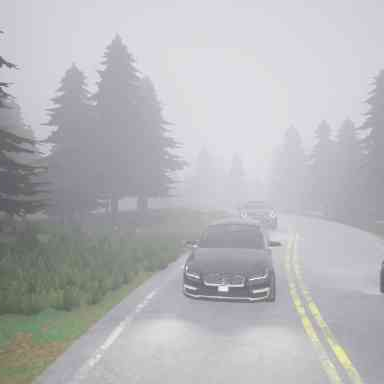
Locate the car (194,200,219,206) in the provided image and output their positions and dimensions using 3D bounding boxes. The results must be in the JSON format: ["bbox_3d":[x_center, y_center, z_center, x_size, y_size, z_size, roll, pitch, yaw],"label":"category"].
[{"bbox_3d":[1.900,1.799,44.859,1.812,1.442,4.674,3,-5,-35],"label":"car"}]

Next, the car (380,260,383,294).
[{"bbox_3d":[4.492,1.308,4.642,2.097,1.767,4.553,-1,0,8],"label":"car"}]

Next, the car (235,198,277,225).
[{"bbox_3d":[3.867,1.270,20.365,2.097,1.767,4.553,-1,0,5],"label":"car"}]

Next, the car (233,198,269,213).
[{"bbox_3d":[6.188,1.410,35.735,1.837,1.490,4.892,2,-1,-16],"label":"car"}]

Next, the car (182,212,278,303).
[{"bbox_3d":[1.087,1.496,8.411,1.837,1.490,4.892,-1,0,12],"label":"car"}]
